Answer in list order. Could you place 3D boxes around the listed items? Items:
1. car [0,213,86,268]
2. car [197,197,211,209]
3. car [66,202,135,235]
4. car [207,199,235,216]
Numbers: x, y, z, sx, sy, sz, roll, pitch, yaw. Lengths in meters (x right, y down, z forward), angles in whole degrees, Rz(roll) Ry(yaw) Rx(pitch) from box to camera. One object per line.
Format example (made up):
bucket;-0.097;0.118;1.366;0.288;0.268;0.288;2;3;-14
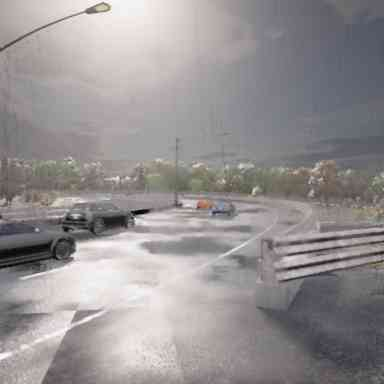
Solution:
car;-5.620;1.539;10.145;1.994;1.385;4.181;0;0;28
car;1.978;1.457;46.101;2.097;1.767;4.553;0;0;9
car;-5.241;1.348;19.298;2.097;1.767;4.553;0;0;23
car;3.280;1.639;33.893;2.033;1.411;5.357;0;0;14
